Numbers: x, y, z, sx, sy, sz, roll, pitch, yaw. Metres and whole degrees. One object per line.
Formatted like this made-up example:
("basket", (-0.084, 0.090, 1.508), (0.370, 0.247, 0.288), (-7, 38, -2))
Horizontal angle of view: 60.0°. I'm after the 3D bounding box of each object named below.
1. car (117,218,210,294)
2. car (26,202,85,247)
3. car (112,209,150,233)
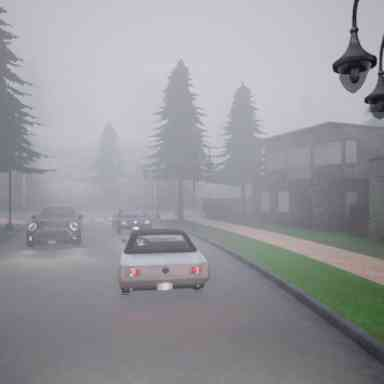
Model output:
("car", (-0.929, 1.625, 8.906), (1.895, 1.301, 4.718), (0, 0, -10))
("car", (-6.099, 1.393, 15.271), (2.097, 1.767, 4.553), (0, 0, -16))
("car", (-3.698, 1.655, 19.864), (1.895, 1.301, 4.718), (0, 0, -17))
